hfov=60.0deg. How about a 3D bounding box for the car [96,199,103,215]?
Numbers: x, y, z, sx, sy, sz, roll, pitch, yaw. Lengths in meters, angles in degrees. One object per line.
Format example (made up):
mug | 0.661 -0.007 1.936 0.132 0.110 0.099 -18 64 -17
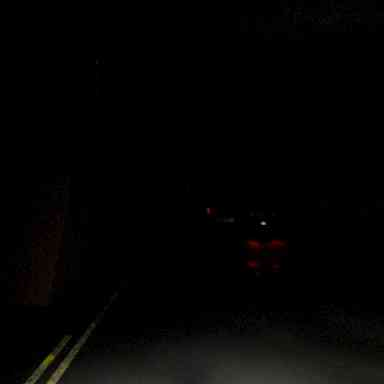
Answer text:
car | -7.105 1.294 28.711 1.837 1.490 4.892 0 0 0

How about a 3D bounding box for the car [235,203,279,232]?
car | 3.599 1.350 19.153 2.128 1.511 4.902 0 0 0

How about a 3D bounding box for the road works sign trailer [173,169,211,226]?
road works sign trailer | -0.002 0.305 21.637 2.380 3.560 2.880 0 0 0
